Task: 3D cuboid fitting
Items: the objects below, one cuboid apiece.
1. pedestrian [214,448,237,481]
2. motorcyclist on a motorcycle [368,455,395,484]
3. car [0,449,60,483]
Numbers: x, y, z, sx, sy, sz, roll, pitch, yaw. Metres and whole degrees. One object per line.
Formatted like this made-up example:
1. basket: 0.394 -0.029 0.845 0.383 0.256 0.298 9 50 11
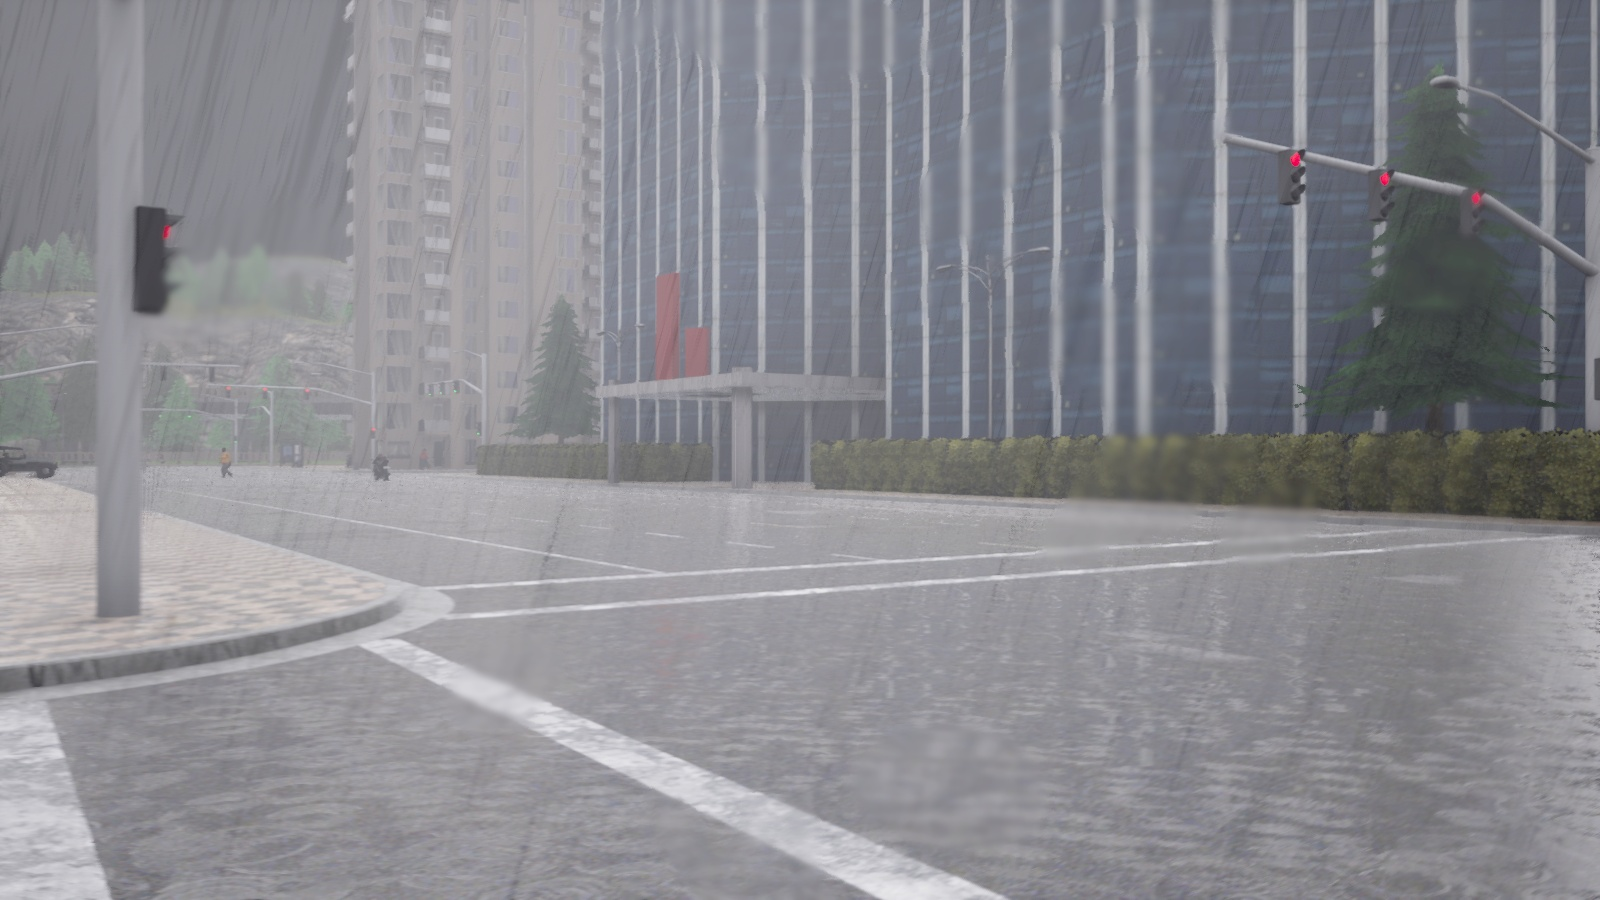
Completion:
1. pedestrian: -32.952 0.840 72.034 0.874 1.855 0.900 0 0 44
2. motorcyclist on a motorcycle: -22.886 1.067 68.645 0.866 1.530 2.191 0 0 -34
3. car: -44.664 0.891 71.874 3.866 1.878 1.905 0 0 -34
